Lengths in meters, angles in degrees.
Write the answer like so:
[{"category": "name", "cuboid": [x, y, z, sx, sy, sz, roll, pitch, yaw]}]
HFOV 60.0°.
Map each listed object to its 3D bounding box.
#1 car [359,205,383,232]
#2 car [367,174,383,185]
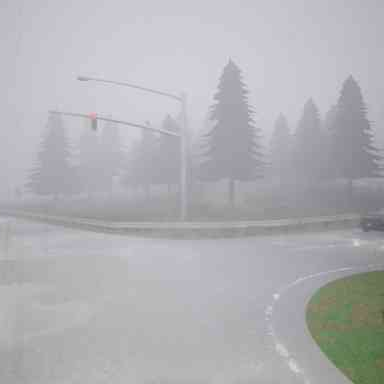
[{"category": "car", "cuboid": [10.931, 1.226, 17.273, 5.008, 1.535, 1.882, -3, 1, -24]}, {"category": "car", "cuboid": [28.162, -2.127, 51.084, 2.150, 2.045, 5.566, 0, 5, 25]}]
